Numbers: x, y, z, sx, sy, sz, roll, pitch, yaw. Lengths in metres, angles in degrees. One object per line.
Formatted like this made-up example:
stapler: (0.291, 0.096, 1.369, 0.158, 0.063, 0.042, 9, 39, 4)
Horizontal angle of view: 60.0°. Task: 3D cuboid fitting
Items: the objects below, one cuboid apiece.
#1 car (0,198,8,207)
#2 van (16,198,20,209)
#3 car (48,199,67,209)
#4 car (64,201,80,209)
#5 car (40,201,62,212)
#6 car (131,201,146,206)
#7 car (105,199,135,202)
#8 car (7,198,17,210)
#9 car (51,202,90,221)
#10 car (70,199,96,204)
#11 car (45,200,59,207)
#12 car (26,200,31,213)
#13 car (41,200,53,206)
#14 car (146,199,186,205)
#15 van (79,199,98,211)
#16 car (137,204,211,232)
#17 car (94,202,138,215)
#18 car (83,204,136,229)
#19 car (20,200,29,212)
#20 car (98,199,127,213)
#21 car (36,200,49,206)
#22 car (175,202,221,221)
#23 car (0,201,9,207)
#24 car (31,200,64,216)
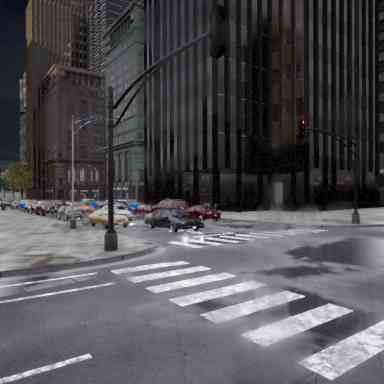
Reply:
car: (-41.134, 2.666, 73.761, 1.887, 1.381, 4.507, -1, 0, -35)
van: (-26.058, 2.122, 52.479, 1.690, 1.788, 3.998, -1, 0, -35)
car: (-24.530, 2.184, 60.484, 2.097, 1.767, 4.553, 0, -1, -35)
car: (-22.551, 2.406, 62.282, 1.802, 1.307, 4.206, -1, 0, -35)
car: (-21.763, 2.216, 51.213, 2.128, 1.511, 4.902, 0, -1, -35)
car: (-5.189, 2.004, 37.803, 1.802, 1.307, 4.206, -1, 0, -35)
car: (-8.868, 1.820, 38.377, 2.097, 1.767, 4.553, 0, -1, -35)
car: (-31.809, 2.353, 60.597, 1.967, 1.590, 4.097, -1, 0, -35)
car: (-11.930, 2.004, 32.546, 2.008, 1.369, 4.403, -1, 0, -35)
car: (-12.830, 1.866, 38.450, 2.097, 1.767, 4.553, 0, -1, -35)
car: (-31.574, 2.594, 75.015, 1.947, 1.339, 4.313, -1, 0, -35)
car: (-20.405, 2.195, 44.506, 1.887, 1.381, 4.507, -1, 0, -35)
car: (-34.583, 2.659, 79.261, 1.947, 1.339, 4.313, -1, 0, -35)
car: (-2.258, 1.668, 33.649, 2.192, 1.841, 5.009, -1, 0, -35)
van: (-16.940, 2.037, 54.419, 1.690, 1.788, 3.998, -1, 0, -35)
car: (-1.366, 1.791, 22.203, 2.033, 1.411, 5.357, 0, -1, -35)
car: (-6.998, 1.903, 30.207, 1.812, 1.442, 4.674, 0, -1, -35)
car: (-6.183, 1.843, 24.435, 1.752, 1.417, 4.829, -1, 0, -35)
car: (-23.231, 2.156, 48.492, 1.967, 1.590, 4.097, -1, 0, -35)
car: (-11.067, 1.875, 46.111, 2.192, 1.841, 5.009, -1, 0, -35)
car: (-37.590, 2.709, 83.505, 2.008, 1.369, 4.403, -1, 0, -35)
car: (0.683, 1.828, 29.495, 1.887, 1.381, 4.507, -1, 0, -35)
car: (-44.242, 2.770, 78.148, 1.802, 1.307, 4.206, -1, 0, -35)
car: (-17.585, 1.900, 40.519, 2.192, 1.841, 5.009, -1, 0, -35)
